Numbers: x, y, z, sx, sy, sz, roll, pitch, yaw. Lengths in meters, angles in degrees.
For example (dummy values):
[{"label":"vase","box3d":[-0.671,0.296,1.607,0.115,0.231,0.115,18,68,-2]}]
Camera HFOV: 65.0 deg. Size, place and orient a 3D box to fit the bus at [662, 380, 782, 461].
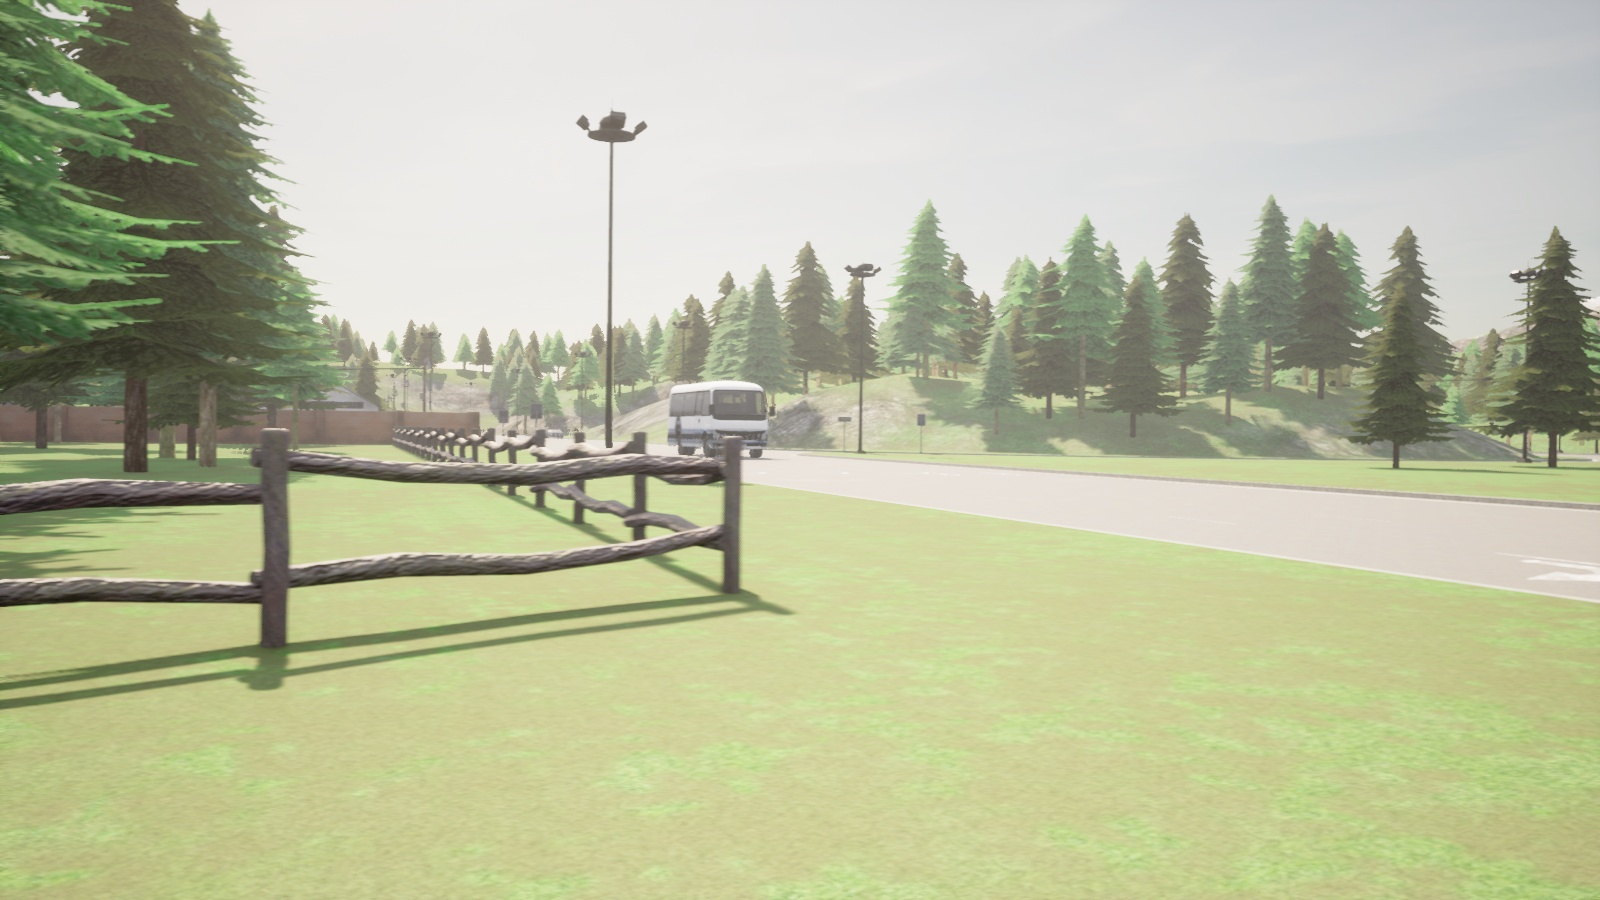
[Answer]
[{"label":"bus","box3d":[-4.621,-1.635,71.042,3.944,4.253,10.273,-1,1,-20]}]
